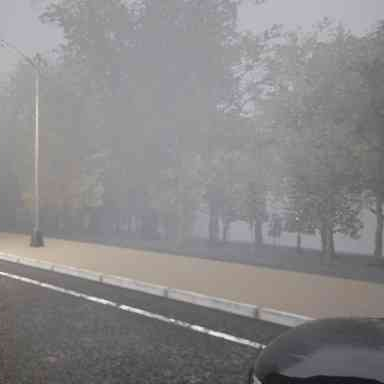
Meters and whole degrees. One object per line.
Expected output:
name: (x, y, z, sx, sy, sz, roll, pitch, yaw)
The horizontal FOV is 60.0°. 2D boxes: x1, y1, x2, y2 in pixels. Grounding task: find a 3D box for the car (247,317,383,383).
car: (2.658, 1.491, 1.784, 4.902, 1.511, 2.128, 0, 0, 35)
